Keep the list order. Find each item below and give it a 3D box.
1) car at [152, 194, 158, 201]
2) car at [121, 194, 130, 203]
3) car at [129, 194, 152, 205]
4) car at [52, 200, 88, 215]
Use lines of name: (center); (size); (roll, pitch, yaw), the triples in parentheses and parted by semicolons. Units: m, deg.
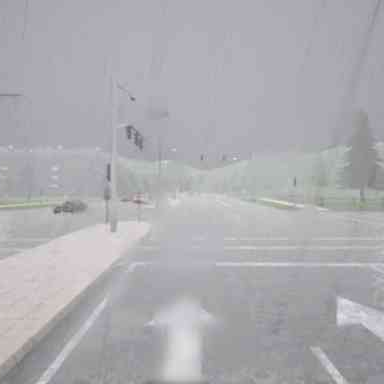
car: (-7.998, 1.172, 67.429); (1.994, 1.385, 4.181); (0, 0, 0)
car: (-11.527, 1.167, 59.975); (1.837, 1.490, 4.892); (0, 0, 1)
car: (-8.051, 1.183, 52.366); (1.882, 1.535, 5.008); (0, 0, 0)
car: (-11.499, 1.440, 31.580); (1.895, 1.301, 4.718); (0, 0, 0)
